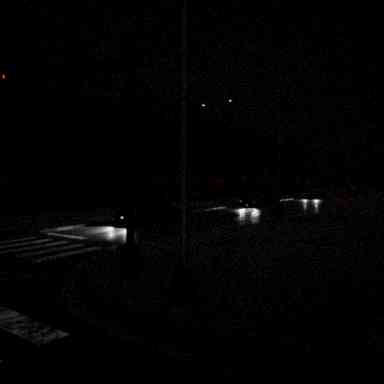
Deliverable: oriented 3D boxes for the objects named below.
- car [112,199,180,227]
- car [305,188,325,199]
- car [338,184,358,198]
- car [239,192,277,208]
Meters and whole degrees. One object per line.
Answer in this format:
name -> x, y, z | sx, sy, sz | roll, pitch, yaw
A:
car -> -2.545, 1.115, 19.112 | 1.994, 1.385, 4.181 | 0, 2, 35
car -> 17.554, 0.253, 47.311 | 1.837, 1.490, 4.892 | 0, 2, 35
car -> 24.366, -0.228, 51.978 | 2.150, 2.045, 5.566 | 0, 1, 35
car -> 6.428, 0.700, 31.774 | 2.033, 1.411, 5.357 | 0, 2, 35
